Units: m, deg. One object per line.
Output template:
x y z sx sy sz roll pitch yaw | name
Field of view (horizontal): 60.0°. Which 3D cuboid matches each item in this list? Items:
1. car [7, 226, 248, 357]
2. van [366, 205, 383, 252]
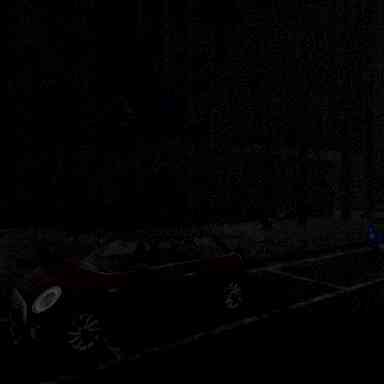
-0.985 1.439 5.949 4.097 1.590 1.967 0 0 -35 | car
8.192 1.339 12.496 3.998 1.788 1.690 0 0 -35 | van
